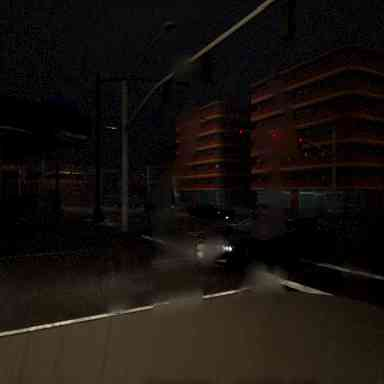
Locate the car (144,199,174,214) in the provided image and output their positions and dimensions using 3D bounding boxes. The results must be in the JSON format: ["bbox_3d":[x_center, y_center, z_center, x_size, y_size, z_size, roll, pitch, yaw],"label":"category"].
[{"bbox_3d":[-3.591,1.526,35.435,1.812,1.442,4.674,0,0,-30],"label":"car"}]

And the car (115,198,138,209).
[{"bbox_3d":[-8.735,1.505,44.152,1.837,1.490,4.892,0,0,-31],"label":"car"}]

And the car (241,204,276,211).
[{"bbox_3d":[4.979,1.601,27.484,1.895,1.301,4.718,0,0,-27],"label":"car"}]

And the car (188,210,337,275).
[{"bbox_3d":[2.398,1.491,10.416,4.902,1.511,2.128,0,0,-30],"label":"car"}]

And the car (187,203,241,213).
[{"bbox_3d":[1.513,1.601,26.797,1.895,1.301,4.718,0,0,-31],"label":"car"}]
